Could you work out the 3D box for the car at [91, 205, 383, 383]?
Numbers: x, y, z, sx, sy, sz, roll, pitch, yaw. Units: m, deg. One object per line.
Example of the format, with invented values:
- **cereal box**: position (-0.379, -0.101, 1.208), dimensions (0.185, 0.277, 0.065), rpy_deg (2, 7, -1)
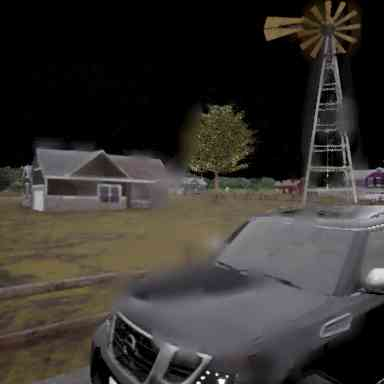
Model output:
- **car**: position (1.652, 1.228, 4.232), dimensions (5.566, 2.045, 2.150), rpy_deg (0, 0, -36)
